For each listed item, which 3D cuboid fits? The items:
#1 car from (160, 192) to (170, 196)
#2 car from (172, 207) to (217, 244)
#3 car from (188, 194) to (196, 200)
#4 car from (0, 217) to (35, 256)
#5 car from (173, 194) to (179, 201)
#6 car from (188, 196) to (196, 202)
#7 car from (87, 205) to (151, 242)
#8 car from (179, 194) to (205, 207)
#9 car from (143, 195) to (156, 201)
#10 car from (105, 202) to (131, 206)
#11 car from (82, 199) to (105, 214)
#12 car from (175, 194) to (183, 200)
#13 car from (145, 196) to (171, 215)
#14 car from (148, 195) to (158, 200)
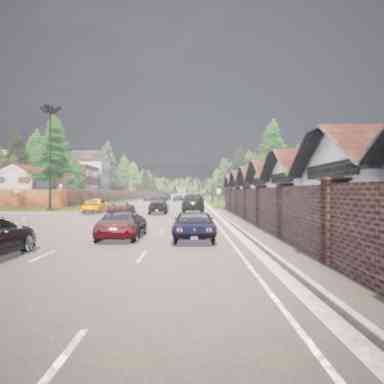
[{"bbox_3d":[-7.009,1.478,80.267,1.882,1.535,5.008,0,0,0],"label":"car"},{"bbox_3d":[0.097,1.603,15.921,1.895,1.301,4.718,0,0,0],"label":"car"},{"bbox_3d":[-0.010,1.338,89.886,1.882,1.535,5.008,0,0,0],"label":"car"},{"bbox_3d":[-6.902,1.506,10.798,1.837,1.490,4.892,0,0,0],"label":"car"},{"bbox_3d":[-3.509,1.553,79.882,1.994,1.385,4.181,0,0,0],"label":"car"},{"bbox_3d":[-0.009,1.595,79.914,1.895,1.301,4.718,0,0,0],"label":"car"},{"bbox_3d":[-3.403,1.566,16.320,1.994,1.385,4.181,0,0,0],"label":"car"},{"bbox_3d":[0.095,1.226,33.805,2.150,2.045,5.566,0,0,0],"label":"car"},{"bbox_3d":[-10.509,1.552,79.847,1.994,1.385,4.181,0,0,0],"label":"car"},{"bbox_3d":[-6.904,1.605,33.111,1.895,1.301,4.718,0,0,0],"label":"car"},{"bbox_3d":[-10.405,1.482,36.140,1.882,1.535,5.008,0,0,0],"label":"car"},{"bbox_3d":[-3.510,1.385,89.886,2.128,1.511,4.902,0,0,0],"label":"car"},{"bbox_3d":[-3.404,1.509,34.580,1.837,1.490,4.892,0,0,0],"label":"car"},{"bbox_3d":[-10.510,1.412,89.885,1.994,1.385,4.181,0,0,0],"label":"car"}]
